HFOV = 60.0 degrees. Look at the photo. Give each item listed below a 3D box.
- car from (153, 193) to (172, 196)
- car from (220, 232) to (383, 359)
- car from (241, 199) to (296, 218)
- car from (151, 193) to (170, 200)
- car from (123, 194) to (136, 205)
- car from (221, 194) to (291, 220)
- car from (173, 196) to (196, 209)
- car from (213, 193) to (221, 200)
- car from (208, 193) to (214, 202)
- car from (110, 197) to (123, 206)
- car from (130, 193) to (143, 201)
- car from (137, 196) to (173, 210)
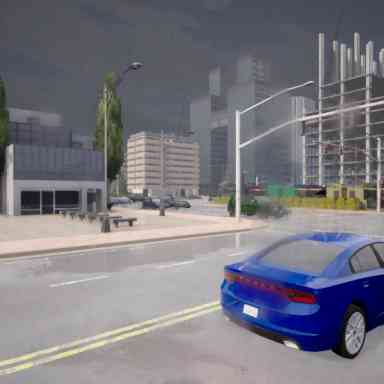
[{"bbox_3d":[-6.248,1.354,62.454,2.097,1.767,4.553,0,0,-36],"label":"car"},{"bbox_3d":[2.744,1.478,6.100,5.008,1.535,1.882,0,0,-38],"label":"car"},{"bbox_3d":[7.207,1.492,31.821,2.128,1.511,4.902,0,0,-36],"label":"car"},{"bbox_3d":[-8.451,1.153,89.487,4.605,1.855,1.932,0,0,-38],"label":"car"},{"bbox_3d":[-12.177,1.525,58.461,1.812,1.442,4.674,0,0,-36],"label":"car"},{"bbox_3d":[5.381,1.221,28.387,2.150,2.045,5.566,0,0,-36],"label":"car"},{"bbox_3d":[-1.899,1.564,44.294,1.994,1.385,4.181,0,0,-36],"label":"car"},{"bbox_3d":[7.037,1.395,69.339,3.806,1.475,1.970,0,0,-38],"label":"car"},{"bbox_3d":[5.279,1.156,71.640,3.866,1.878,1.905,0,0,-38],"label":"car"},{"bbox_3d":[-13.493,1.504,54.301,1.837,1.490,4.892,0,0,-35],"label":"car"},{"bbox_3d":[-12.121,1.225,70.345,2.150,2.045,5.566,0,0,-36],"label":"car"},{"bbox_3d":[-4.766,1.525,42.288,1.812,1.442,4.674,0,0,-36],"label":"car"}]
